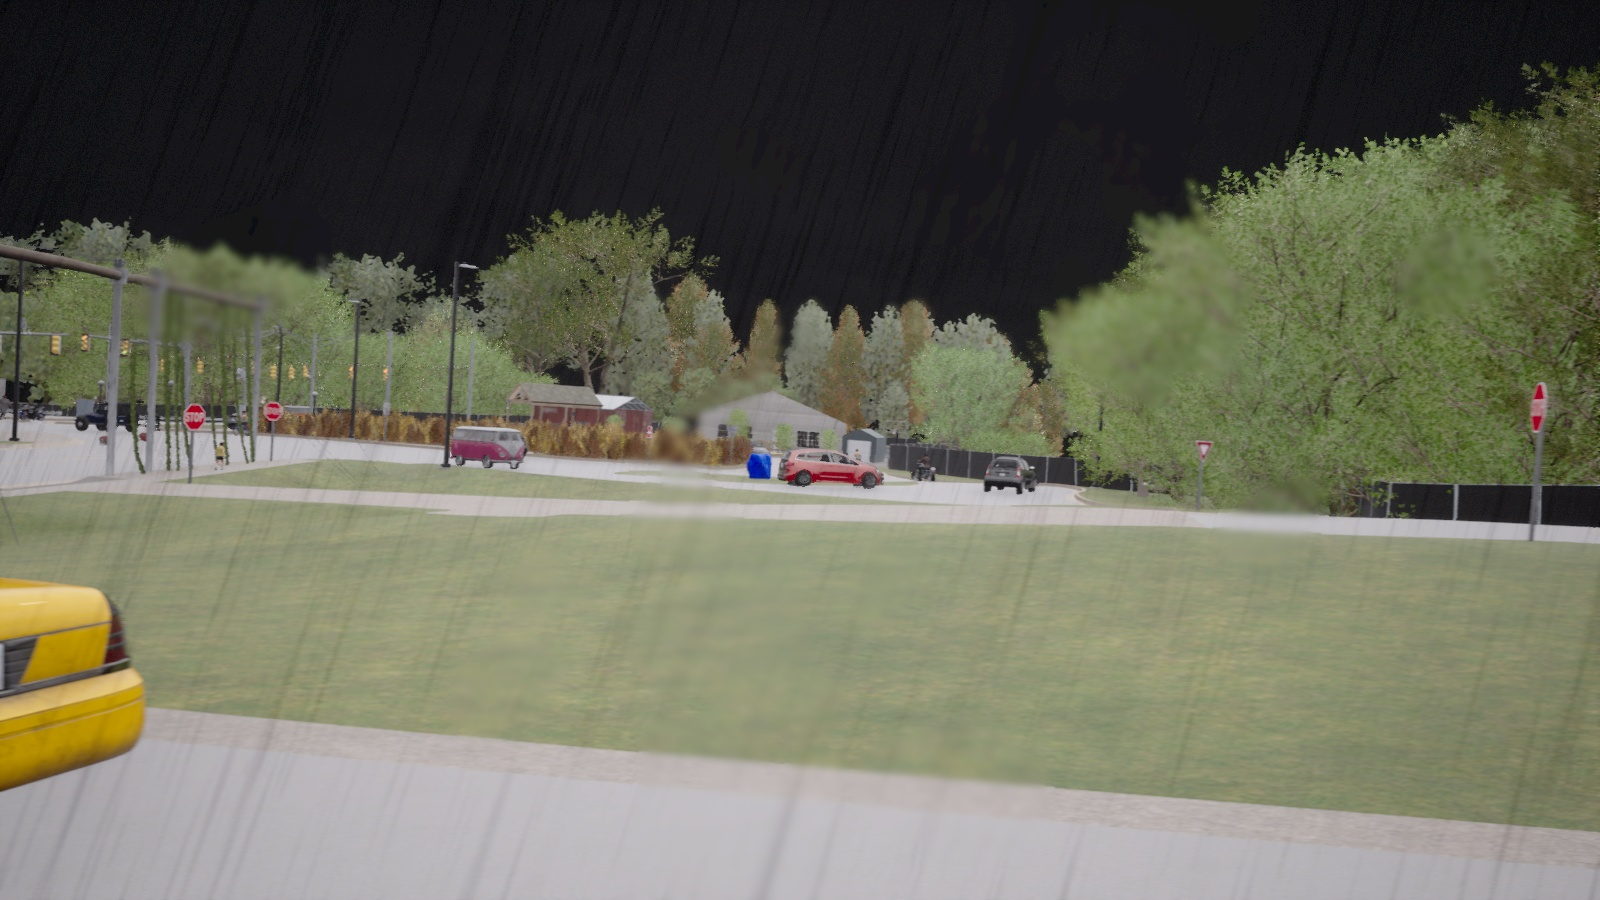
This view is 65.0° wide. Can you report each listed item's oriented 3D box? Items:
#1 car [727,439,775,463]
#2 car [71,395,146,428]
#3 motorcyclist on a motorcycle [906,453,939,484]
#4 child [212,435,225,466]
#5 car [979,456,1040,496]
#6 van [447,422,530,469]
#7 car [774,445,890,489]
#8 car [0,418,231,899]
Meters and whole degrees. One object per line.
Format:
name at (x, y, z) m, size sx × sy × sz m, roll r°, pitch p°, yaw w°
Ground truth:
car at (-3.625, 0.061, 92.478) m, size 1.816 × 1.474 × 4.193 m, roll 3°, pitch 2°, yaw -27°
car at (-43.227, -2.422, 78.513) m, size 3.866 × 1.878 × 1.905 m, roll 3°, pitch 2°, yaw 17°
motorcyclist on a motorcycle at (6.672, 1.026, 68.386) m, size 0.766 × 1.649 × 2.350 m, roll 1°, pitch -3°, yaw -22°
child at (-21.392, 0.004, 46.222) m, size 0.255 × 1.110 × 0.394 m, roll 4°, pitch 2°, yaw -7°
car at (9.614, 1.140, 57.353) m, size 1.851 × 1.617 × 3.988 m, roll 4°, pitch 1°, yaw 22°
van at (-15.085, -0.233, 60.724) m, size 1.775 × 1.987 × 4.442 m, roll 3°, pitch 1°, yaw -45°
car at (1.379, 0.734, 54.857) m, size 4.611 × 1.667 × 2.242 m, roll 2°, pitch 1°, yaw -13°
car at (-5.052, 0.638, 4.895) m, size 5.366 × 1.575 × 1.801 m, roll 1°, pitch 1°, yaw 19°
